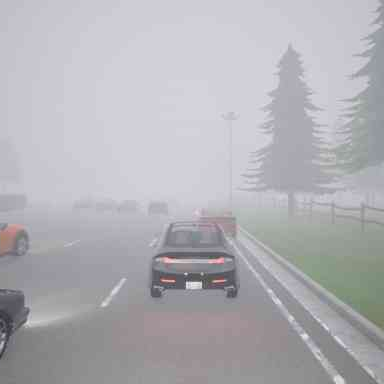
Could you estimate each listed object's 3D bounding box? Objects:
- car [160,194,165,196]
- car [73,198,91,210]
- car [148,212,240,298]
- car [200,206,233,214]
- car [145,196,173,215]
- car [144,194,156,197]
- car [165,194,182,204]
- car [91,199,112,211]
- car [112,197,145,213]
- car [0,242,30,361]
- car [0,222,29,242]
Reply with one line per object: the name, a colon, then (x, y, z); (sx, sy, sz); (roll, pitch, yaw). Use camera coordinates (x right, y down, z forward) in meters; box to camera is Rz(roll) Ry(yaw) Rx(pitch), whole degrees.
car: (-6.980, 1.595, 83.469); (1.895, 1.301, 4.718); (0, 0, 0)
car: (-13.903, 1.525, 43.164); (1.812, 1.442, 4.674); (0, 0, 0)
car: (0.054, 1.492, 8.498); (2.128, 1.511, 4.902); (0, 0, 0)
car: (1.229, 1.478, 17.839); (1.882, 1.535, 5.008); (0, 0, 0)
car: (-3.391, 1.477, 34.610); (1.882, 1.535, 5.008); (0, 0, 0)
car: (-10.480, 1.478, 79.444); (1.882, 1.535, 5.008); (0, 0, 0)
car: (-3.384, 1.547, 61.705); (2.033, 1.411, 5.357); (0, 0, 0)
car: (-10.404, 1.525, 40.631); (1.812, 1.442, 4.674); (0, 0, 0)
car: (-6.892, 1.547, 36.662); (2.033, 1.411, 5.357); (0, 0, 0)
car: (-3.399, 1.547, 2.611); (2.033, 1.411, 5.357); (0, 0, 0)
car: (-6.897, 1.352, 10.088); (2.097, 1.767, 4.553); (0, 0, 0)
